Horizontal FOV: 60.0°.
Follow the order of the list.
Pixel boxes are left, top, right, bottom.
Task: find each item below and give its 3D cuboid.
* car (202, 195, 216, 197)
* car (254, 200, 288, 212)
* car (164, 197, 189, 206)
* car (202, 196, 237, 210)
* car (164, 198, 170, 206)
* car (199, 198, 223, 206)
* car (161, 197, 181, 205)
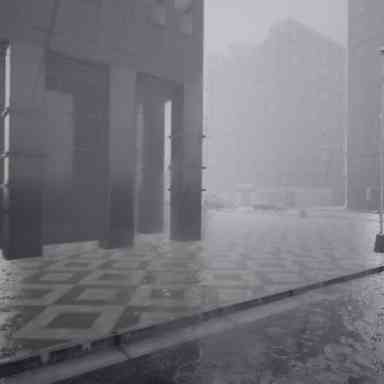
[{"bbox_3d":[2.224,1.503,57.951,2.150,2.045,5.566,1,-1,-35],"label":"car"},{"bbox_3d":[9.796,1.728,41.635,1.812,1.442,4.674,1,-1,-36],"label":"car"},{"bbox_3d":[-2.807,1.725,59.270,1.882,1.535,5.008,1,-1,-36],"label":"car"},{"bbox_3d":[3.931,1.659,44.220,2.128,1.511,4.902,1,-1,-36],"label":"car"},{"bbox_3d":[-5.881,1.599,57.992,1.882,1.535,5.008,1,-1,-36],"label":"car"},{"bbox_3d":[3.451,1.840,61.779,1.837,1.490,4.892,1,-1,-35],"label":"car"},{"bbox_3d":[-4.265,1.833,66.860,1.812,1.442,4.674,1,-1,-36],"label":"car"}]
